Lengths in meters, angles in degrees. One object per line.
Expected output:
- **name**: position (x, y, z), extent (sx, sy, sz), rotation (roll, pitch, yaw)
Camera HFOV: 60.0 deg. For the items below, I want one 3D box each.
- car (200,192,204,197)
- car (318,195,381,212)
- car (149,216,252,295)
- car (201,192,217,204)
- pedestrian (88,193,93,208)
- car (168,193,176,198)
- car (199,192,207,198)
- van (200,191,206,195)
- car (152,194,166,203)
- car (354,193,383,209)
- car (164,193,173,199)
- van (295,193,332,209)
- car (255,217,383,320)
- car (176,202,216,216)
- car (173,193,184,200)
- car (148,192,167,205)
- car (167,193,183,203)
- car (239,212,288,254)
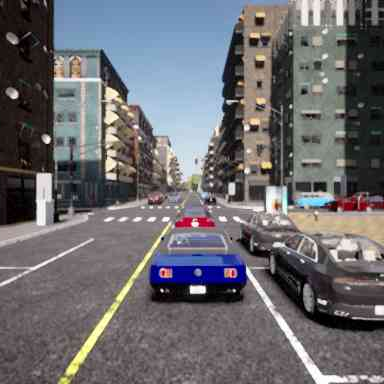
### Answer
- **car**: position (2.832, 1.136, 56.422), extent (1.802, 1.307, 4.206), rotation (1, 0, 0)
- **car**: position (13.771, 1.170, 29.263), extent (4.206, 1.307, 1.802), rotation (0, 0, 1)
- **car**: position (0.119, 1.532, 8.475), extent (1.895, 1.301, 4.718), rotation (0, 0, 0)
- **car**: position (2.819, 1.163, 50.851), extent (1.947, 1.339, 4.313), rotation (1, 0, 0)
- **pedestrian**: position (-12.434, 1.009, 40.850), extent (0.375, 1.860, 0.375), rotation (0, 0, 1)
- **car**: position (-5.470, 0.859, 89.906), extent (1.947, 1.339, 4.313), rotation (1, 0, 0)
- **car**: position (2.911, 0.838, 89.847), extent (1.887, 1.381, 4.507), rotation (1, 0, 0)
- **van**: position (2.887, 0.721, 78.705), extent (1.690, 1.788, 3.998), rotation (1, 0, 0)
- **car**: position (-5.547, 1.098, 56.481), extent (1.887, 1.381, 4.507), rotation (1, 0, 0)
- **car**: position (19.235, 1.132, 35.009), extent (5.357, 1.411, 2.033), rotation (0, 0, 1)
- **car**: position (-5.495, 0.945, 78.765), extent (1.947, 1.339, 4.313), rotation (1, 0, 0)
- **van**: position (13.851, 0.984, 37.643), extent (3.998, 1.788, 1.690), rotation (0, 0, 1)
- **car**: position (2.847, 1.493, 7.089), extent (2.008, 1.369, 4.403), rotation (1, 0, 0)
- **car**: position (0.135, 1.425, 17.338), extent (1.994, 1.385, 4.181), rotation (0, 0, 0)
- **car**: position (-2.835, 0.980, 70.928), extent (2.033, 1.411, 5.357), rotation (0, 0, 0)
- **car**: position (-5.557, 0.912, 50.908), extent (2.192, 1.841, 5.009), rotation (1, 0, 0)
- **car**: position (-2.942, 0.913, 55.523), extent (2.097, 1.767, 4.553), rotation (0, 0, 0)
- **car**: position (2.860, 1.449, 12.659), extent (2.008, 1.369, 4.403), rotation (1, 0, 0)
